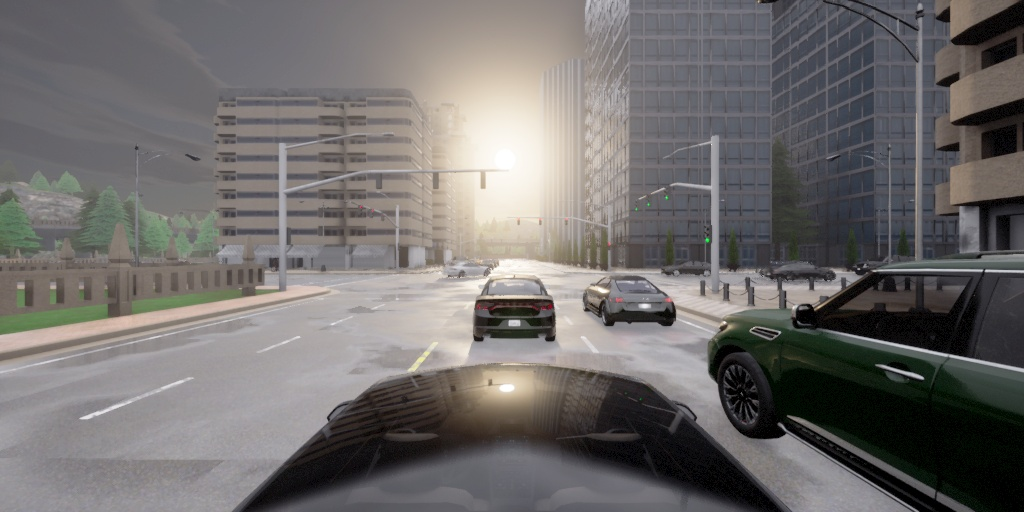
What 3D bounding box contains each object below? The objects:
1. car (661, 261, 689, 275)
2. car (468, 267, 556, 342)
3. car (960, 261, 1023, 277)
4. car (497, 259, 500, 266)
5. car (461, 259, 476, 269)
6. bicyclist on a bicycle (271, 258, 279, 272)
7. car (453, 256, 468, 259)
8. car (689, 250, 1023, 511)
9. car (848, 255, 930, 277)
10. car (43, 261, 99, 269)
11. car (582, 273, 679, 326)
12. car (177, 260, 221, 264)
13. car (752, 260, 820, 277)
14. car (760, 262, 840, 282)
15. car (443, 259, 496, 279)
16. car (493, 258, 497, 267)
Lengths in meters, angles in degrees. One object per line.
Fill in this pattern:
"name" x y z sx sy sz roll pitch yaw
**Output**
"car" 16.953 1.198 34.633 4.892 1.490 1.837 0 0 0
"car" 0.063 1.227 9.841 1.882 1.535 5.008 0 0 0
"car" 46.533 1.219 34.450 4.674 1.442 1.812 0 0 1
"car" -3.613 1.240 62.285 2.128 1.511 4.902 0 0 0
"car" -7.125 1.253 59.278 1.837 1.490 4.892 0 0 0
"bicyclist on a bicycle" -26.109 0.994 39.787 0.582 1.620 1.656 0 0 7
"car" -7.132 0.971 49.574 2.150 2.045 5.566 0 0 0
"car" 3.601 0.971 2.268 2.150 2.045 5.566 0 0 0
"car" 36.194 0.915 34.530 5.566 2.045 2.150 0 0 0
"car" -38.463 1.199 31.083 4.892 1.490 1.837 0 0 24
"car" 3.571 1.314 11.622 1.994 1.385 4.181 0 0 0
"car" -23.504 1.219 27.981 4.674 1.442 1.812 0 0 4
"car" 26.315 1.185 34.582 4.902 1.511 2.128 0 0 0
"car" 21.921 1.219 27.404 4.674 1.442 1.812 0 0 0
"car" -4.034 1.241 32.284 1.812 1.442 4.674 1 1 44
"car" -3.632 1.253 52.945 1.837 1.490 4.892 0 0 0
